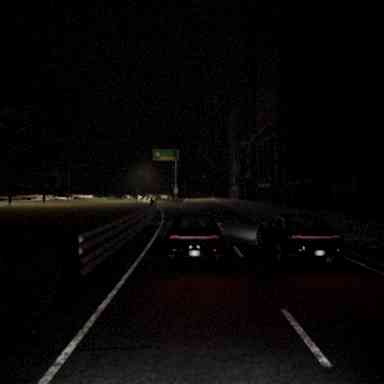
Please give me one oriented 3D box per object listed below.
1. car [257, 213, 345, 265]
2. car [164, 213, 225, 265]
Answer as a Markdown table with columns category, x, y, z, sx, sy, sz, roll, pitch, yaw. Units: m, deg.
| category | x | y | z | sx | sy | sz | roll | pitch | yaw |
| --- | --- | --- | --- | --- | --- | --- | --- | --- | --- |
| car | 3.580 | 1.489 | 11.718 | 2.128 | 1.511 | 4.902 | 0 | 0 | 0 |
| car | 0.080 | 1.489 | 11.687 | 2.128 | 1.511 | 4.902 | 0 | 0 | 0 |
